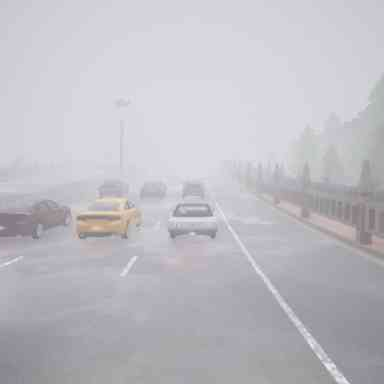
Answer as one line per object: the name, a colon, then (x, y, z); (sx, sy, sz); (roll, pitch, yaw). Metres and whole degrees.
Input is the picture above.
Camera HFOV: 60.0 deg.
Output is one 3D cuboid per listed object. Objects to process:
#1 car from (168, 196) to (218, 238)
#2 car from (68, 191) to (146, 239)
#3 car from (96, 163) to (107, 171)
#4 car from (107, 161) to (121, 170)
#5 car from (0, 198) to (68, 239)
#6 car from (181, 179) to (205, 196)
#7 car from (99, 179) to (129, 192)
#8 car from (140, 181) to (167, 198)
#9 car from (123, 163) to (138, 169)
car: (0.040, 1.126, 14.602); (1.895, 1.301, 4.718); (0, 4, 0)
car: (-3.460, 0.996, 14.584); (1.882, 1.535, 5.008); (0, 4, 0)
car: (-20.618, -5.755, 76.052); (2.128, 1.511, 4.902); (0, 7, 0)
car: (-17.119, -6.049, 75.969); (2.150, 2.045, 5.566); (0, 7, 0)
car: (-6.960, 0.996, 14.603); (1.882, 1.535, 5.008); (0, 4, 0)
car: (0.123, -0.378, 29.554); (1.837, 1.490, 4.892); (0, 7, 0)
car: (-6.877, -0.400, 29.593); (2.128, 1.511, 4.902); (0, 7, 0)
car: (-3.378, -0.307, 29.444); (1.994, 1.385, 4.181); (0, 6, 0)
car: (-13.619, -5.755, 76.013); (2.128, 1.511, 4.902); (0, 7, 0)
